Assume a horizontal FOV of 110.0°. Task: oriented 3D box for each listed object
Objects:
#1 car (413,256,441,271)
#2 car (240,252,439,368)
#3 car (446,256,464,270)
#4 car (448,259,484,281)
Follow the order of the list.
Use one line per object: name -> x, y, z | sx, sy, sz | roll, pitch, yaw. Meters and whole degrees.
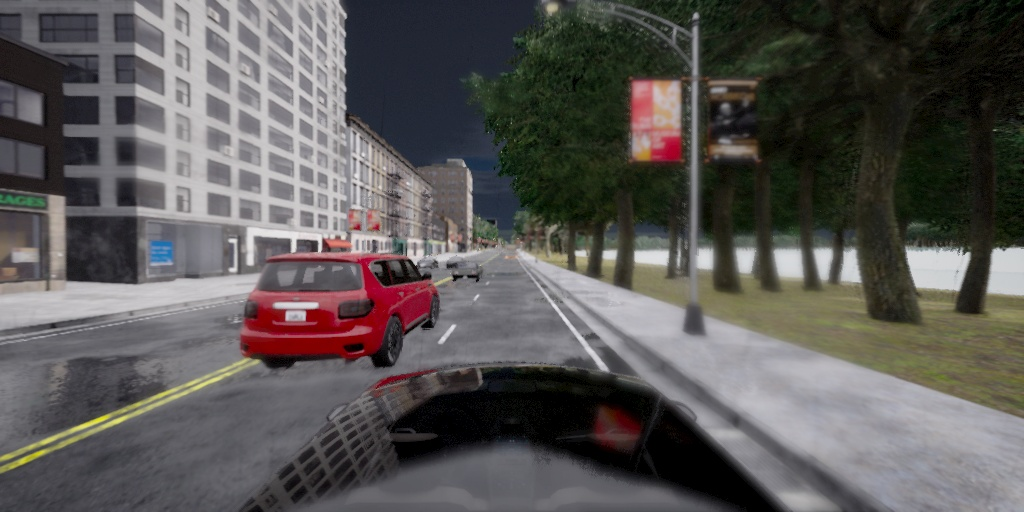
car -> -9.819, 0.814, 41.854 | 2.128, 1.511, 4.902 | 0, 1, 0
car -> -3.147, 0.945, 7.903 | 2.150, 2.045, 5.566 | 0, 0, 0
car -> -6.571, 0.794, 42.384 | 1.882, 1.535, 5.008 | 0, 1, 0
car -> -3.138, 1.119, 26.229 | 1.895, 1.301, 4.718 | 0, 1, 0
